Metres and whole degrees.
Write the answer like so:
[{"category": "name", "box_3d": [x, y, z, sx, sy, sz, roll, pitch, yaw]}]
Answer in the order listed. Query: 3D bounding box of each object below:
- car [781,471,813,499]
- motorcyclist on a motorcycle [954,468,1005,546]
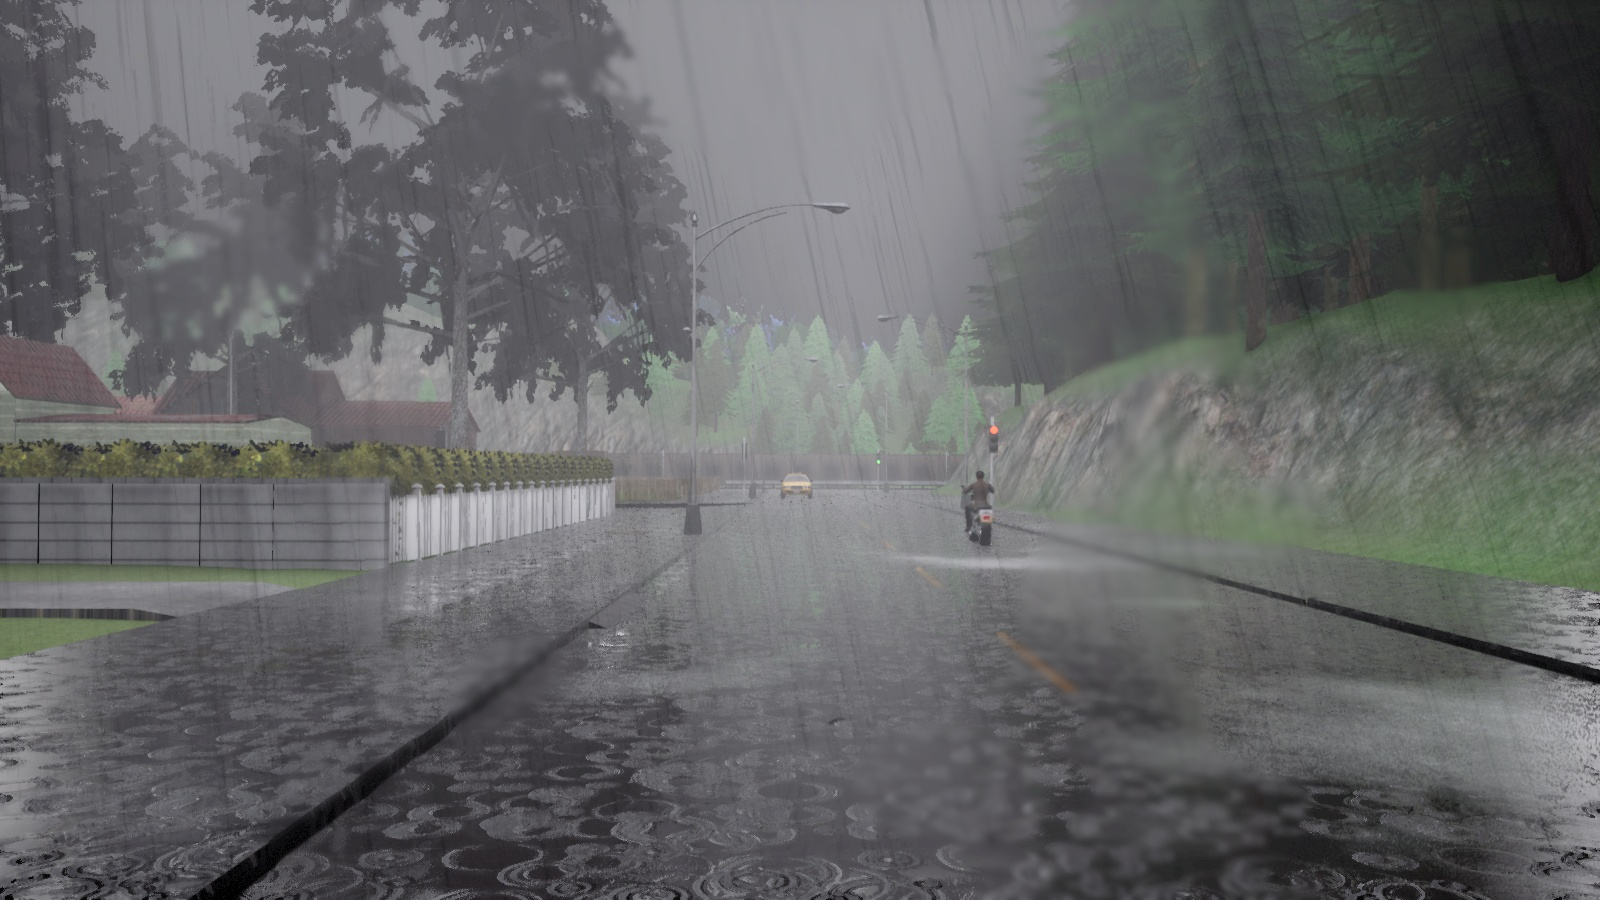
[{"category": "car", "box_3d": [-0.183, 2.010, 73.693, 1.801, 1.575, 5.366, 0, -1, 0]}, {"category": "motorcyclist on a motorcycle", "box_3d": [3.931, 1.221, 27.650, 0.766, 1.649, 2.350, 0, -1, 0]}]
